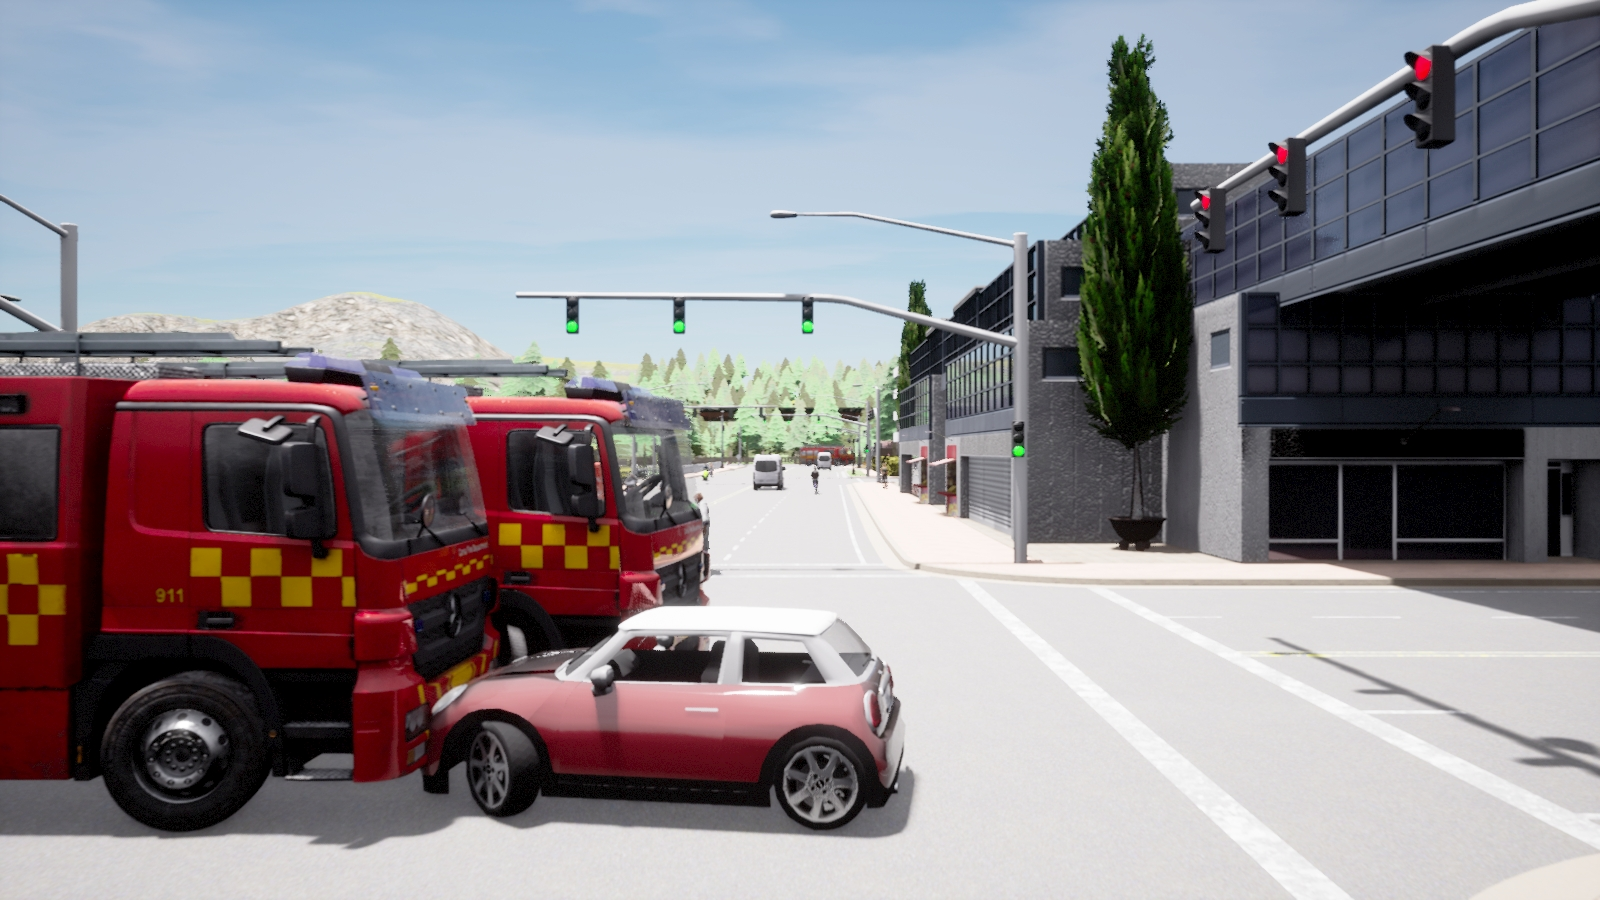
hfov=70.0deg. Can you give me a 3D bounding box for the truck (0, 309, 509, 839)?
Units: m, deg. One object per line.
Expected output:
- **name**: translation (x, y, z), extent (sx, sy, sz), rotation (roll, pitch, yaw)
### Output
- **truck**: translation (-7.094, 0.898, 9.762), extent (8.468, 3.827, 2.891), rotation (0, 0, 1)

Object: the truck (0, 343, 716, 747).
- **truck**: translation (-5.395, 0.901, 12.821), extent (8.468, 3.827, 2.891), rotation (0, 0, 7)

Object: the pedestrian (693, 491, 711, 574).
- **pedestrian**: translation (-2.208, 1.868, 25.870), extent (0.375, 1.860, 0.375), rotation (0, 0, 0)

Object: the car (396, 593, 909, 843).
- **car**: translation (-1.064, 2.072, 9.435), extent (3.806, 1.475, 1.970), rotation (0, 0, 9)

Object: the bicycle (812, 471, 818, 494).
- **bicycle**: translation (0.973, 2.115, 74.228), extent (0.329, 1.471, 1.835), rotation (0, 0, 2)
